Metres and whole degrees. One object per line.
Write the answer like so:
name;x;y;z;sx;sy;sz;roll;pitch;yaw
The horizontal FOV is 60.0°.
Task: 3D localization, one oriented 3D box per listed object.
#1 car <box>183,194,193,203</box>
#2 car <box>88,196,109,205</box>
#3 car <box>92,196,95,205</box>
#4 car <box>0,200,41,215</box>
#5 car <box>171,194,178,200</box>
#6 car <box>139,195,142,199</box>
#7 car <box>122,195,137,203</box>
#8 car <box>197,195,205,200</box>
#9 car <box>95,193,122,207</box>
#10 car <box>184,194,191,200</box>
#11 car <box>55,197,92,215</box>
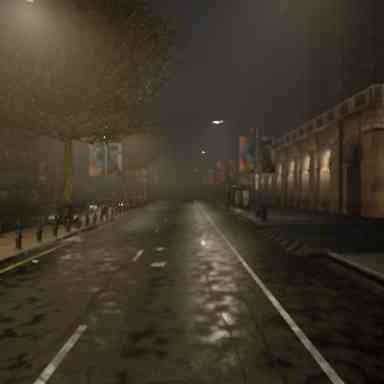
car;-0.754;1.373;63.573;1.812;1.442;4.674;0;0;-1
car;-15.746;1.392;56.134;2.128;1.511;4.902;0;0;-1
car;-15.695;1.401;46.635;1.882;1.535;5.008;0;0;0
car;-18.182;1.507;33.917;2.033;1.411;5.357;0;0;30
car;-4.677;1.296;88.584;1.837;1.490;4.892;0;0;-1
car;-12.499;1.321;75.301;1.882;1.535;5.008;0;0;-1
car;-12.341;1.367;63.469;2.128;1.511;4.902;0;0;-1
car;2.168;1.392;81.498;1.895;1.301;4.718;0;0;-1
car;-12.202;1.131;48.533;2.150;2.045;5.566;0;0;0
car;-1.179;1.265;88.767;1.882;1.535;5.008;0;0;-1
car;-12.033;1.424;33.458;1.882;1.535;5.008;0;0;-1
